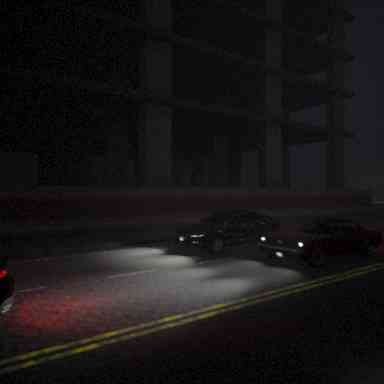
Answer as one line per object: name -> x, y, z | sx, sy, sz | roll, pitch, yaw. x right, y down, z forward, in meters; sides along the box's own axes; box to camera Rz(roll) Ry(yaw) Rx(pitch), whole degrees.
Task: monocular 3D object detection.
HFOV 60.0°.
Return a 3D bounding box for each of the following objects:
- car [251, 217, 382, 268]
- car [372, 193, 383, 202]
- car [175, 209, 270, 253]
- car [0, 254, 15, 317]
car -> 4.483, 1.599, 11.449 | 4.718, 1.301, 1.895 | 0, 0, -35
car -> 39.573, 1.380, 72.073 | 3.806, 1.475, 1.970 | 0, 0, -35
car -> 1.594, 1.504, 13.698 | 4.892, 1.490, 1.837 | 0, 0, -35
car -> -5.200, 1.506, 4.561 | 4.892, 1.490, 1.837 | 0, 0, -35
